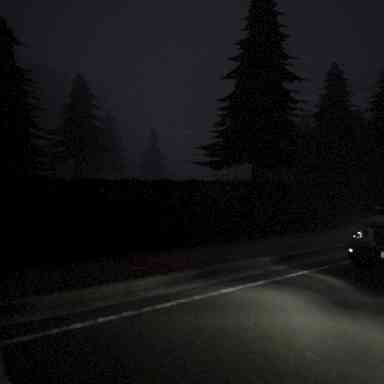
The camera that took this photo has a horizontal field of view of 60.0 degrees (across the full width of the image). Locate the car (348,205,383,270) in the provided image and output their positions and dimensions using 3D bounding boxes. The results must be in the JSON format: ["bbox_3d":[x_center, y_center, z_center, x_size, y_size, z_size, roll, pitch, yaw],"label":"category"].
[{"bbox_3d":[6.367,0.973,8.730,5.566,2.045,2.150,-1,3,-38],"label":"car"}]
